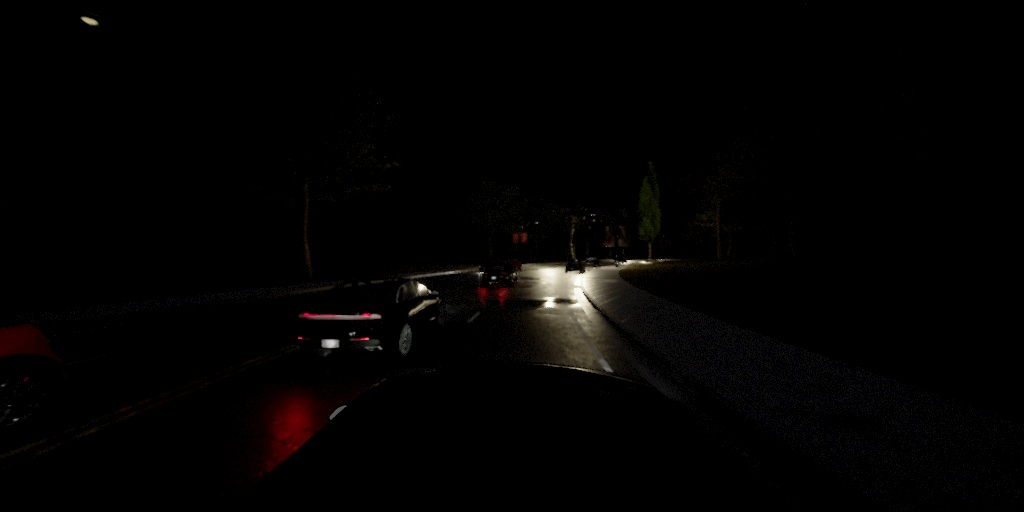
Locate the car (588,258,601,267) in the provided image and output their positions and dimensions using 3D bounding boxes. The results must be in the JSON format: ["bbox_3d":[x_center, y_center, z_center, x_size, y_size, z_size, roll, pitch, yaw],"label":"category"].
[{"bbox_3d":[13.022,0.980,58.063,2.128,1.511,4.902,0,0,26],"label":"car"}]

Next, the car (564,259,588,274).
[{"bbox_3d":[7.116,1.184,40.300,1.812,1.442,4.674,0,0,18],"label":"car"}]

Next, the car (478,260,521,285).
[{"bbox_3d":[-0.802,1.265,25.899,1.812,1.442,4.674,0,0,10],"label":"car"}]

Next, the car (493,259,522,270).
[{"bbox_3d":[-0.278,1.164,42.165,1.882,1.535,5.008,0,0,18],"label":"car"}]

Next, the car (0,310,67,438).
[{"bbox_3d":[-6.498,1.071,2.323,2.097,1.767,4.553,0,0,1],"label":"car"}]

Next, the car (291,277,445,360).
[{"bbox_3d":[-2.877,1.234,8.315,2.128,1.511,4.902,0,0,3],"label":"car"}]
